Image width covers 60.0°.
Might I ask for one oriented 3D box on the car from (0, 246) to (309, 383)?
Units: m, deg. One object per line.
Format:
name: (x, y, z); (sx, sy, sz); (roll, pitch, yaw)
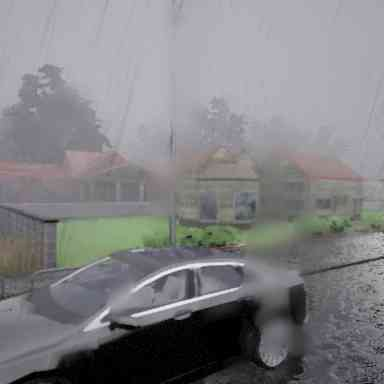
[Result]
car: (-0.569, 1.514, 4.202); (4.902, 1.511, 2.128); (1, -1, -36)
